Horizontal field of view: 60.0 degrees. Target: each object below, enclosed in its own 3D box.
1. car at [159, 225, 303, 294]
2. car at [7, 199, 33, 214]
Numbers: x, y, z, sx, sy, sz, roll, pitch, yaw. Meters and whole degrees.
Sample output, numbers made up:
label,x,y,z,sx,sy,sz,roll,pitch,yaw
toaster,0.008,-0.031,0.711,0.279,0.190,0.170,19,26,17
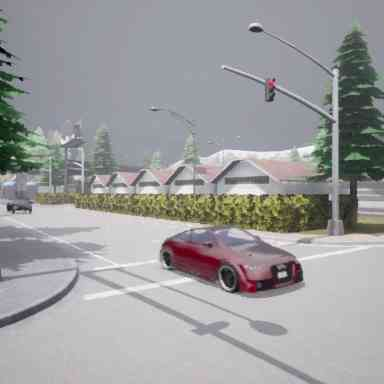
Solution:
label,x,y,z,sx,sy,sz,roll,pitch,yaw
car,0.835,1.627,8.993,1.994,1.385,4.181,0,1,-36
car,-17.953,1.414,34.548,2.033,1.411,5.357,0,0,-36
